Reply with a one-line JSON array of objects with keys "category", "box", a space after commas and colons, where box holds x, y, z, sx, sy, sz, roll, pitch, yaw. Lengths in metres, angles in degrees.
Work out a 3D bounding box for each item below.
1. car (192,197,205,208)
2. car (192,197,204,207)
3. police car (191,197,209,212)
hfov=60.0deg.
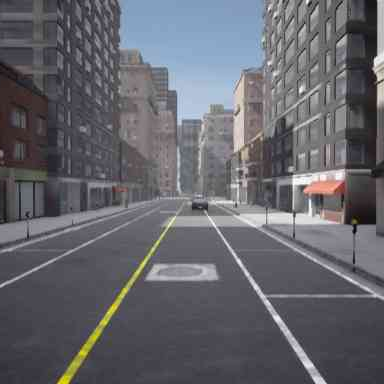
[{"category": "car", "box": [0.900, 1.472, 48.739, 1.882, 1.535, 5.008, 0, 0, 0]}, {"category": "car", "box": [0.900, 1.537, 54.739, 1.837, 1.490, 4.892, 0, 0, 0]}, {"category": "police car", "box": [0.900, 1.418, 38.849, 1.930, 1.638, 5.238, 0, 0, 0]}]
